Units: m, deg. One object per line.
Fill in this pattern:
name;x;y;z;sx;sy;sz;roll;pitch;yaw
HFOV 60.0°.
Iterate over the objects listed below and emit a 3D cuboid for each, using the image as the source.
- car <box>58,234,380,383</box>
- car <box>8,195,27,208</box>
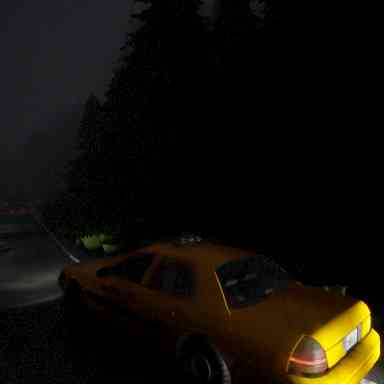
car;-0.243;1.417;5.102;5.366;1.575;1.801;1;1;45
car;-21.023;1.057;40.136;2.128;1.511;4.902;-2;2;-26
